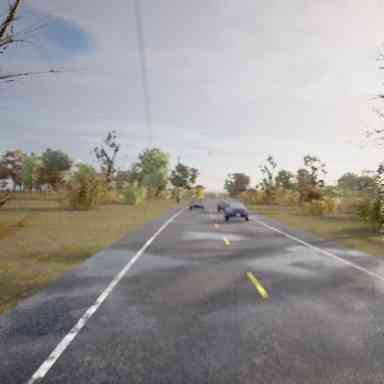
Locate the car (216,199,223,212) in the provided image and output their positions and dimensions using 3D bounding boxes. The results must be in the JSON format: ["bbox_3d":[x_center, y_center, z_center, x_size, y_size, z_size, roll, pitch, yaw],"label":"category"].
[{"bbox_3d":[3.989,1.608,40.552,2.128,1.511,4.902,1,0,4],"label":"car"}]

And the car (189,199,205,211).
[{"bbox_3d":[0.641,1.647,43.000,1.994,1.385,4.181,1,0,3],"label":"car"}]

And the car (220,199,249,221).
[{"bbox_3d":[3.628,1.601,27.925,1.812,1.442,4.674,1,0,2],"label":"car"}]
